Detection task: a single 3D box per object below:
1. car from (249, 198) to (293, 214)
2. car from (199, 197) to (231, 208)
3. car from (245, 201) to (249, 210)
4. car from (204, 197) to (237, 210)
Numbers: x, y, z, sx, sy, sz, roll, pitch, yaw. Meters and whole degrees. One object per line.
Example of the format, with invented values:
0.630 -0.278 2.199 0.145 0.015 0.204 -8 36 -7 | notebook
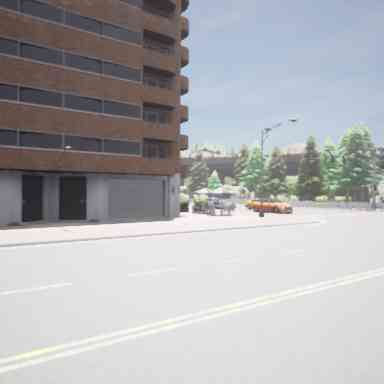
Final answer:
8.887 1.447 36.623 2.097 1.767 4.553 0 0 -33 | car
3.388 1.588 50.513 1.882 1.535 5.008 0 0 -39 | car
8.975 1.592 42.743 1.882 1.535 5.008 0 0 -35 | car
3.635 1.641 44.505 2.033 1.411 5.357 0 0 -34 | car
